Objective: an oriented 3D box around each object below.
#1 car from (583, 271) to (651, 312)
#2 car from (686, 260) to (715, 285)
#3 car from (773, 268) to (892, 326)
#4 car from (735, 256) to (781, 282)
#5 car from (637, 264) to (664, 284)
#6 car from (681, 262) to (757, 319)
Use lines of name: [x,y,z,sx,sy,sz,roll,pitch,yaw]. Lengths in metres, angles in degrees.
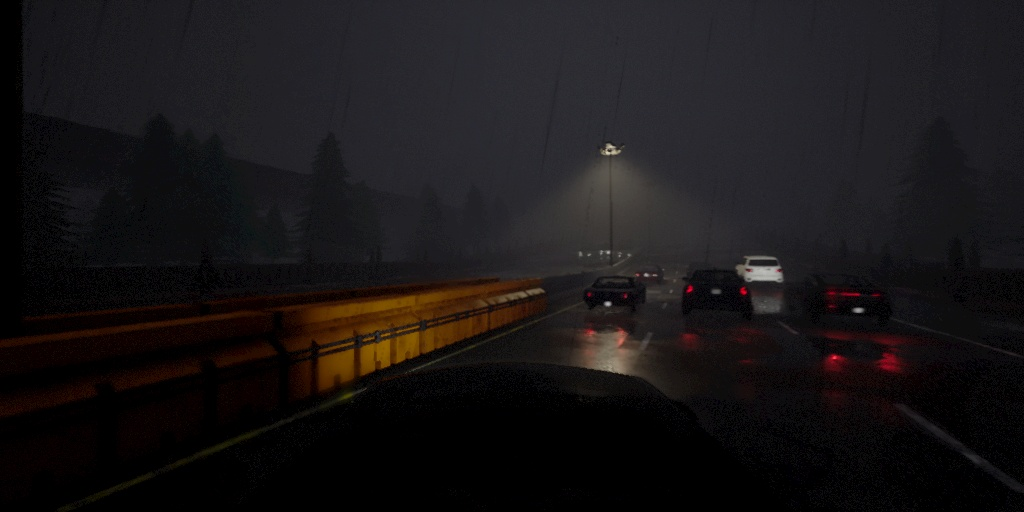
car: [4.523,1.494,15.232,1.895,1.301,4.718,0,-1,26]
car: [14.634,1.183,27.969,1.882,1.535,5.008,0,2,26]
car: [10.910,1.348,12.355,2.128,1.511,4.902,0,-1,26]
car: [17.035,0.971,24.944,2.150,2.045,5.566,0,2,26]
car: [10.734,1.334,27.990,2.033,1.411,5.357,0,2,26]
car: [7.738,1.226,13.837,2.097,1.767,4.553,0,-1,26]
